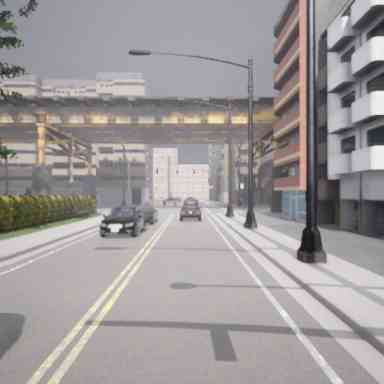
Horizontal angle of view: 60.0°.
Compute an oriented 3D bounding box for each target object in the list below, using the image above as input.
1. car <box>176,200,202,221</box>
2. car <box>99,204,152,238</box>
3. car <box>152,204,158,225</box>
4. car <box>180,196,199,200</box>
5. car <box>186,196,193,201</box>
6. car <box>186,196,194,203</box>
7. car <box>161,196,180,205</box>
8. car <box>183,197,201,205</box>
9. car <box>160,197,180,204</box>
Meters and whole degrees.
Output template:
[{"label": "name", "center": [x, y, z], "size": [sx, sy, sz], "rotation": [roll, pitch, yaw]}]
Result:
[{"label": "car", "center": [-0.126, 1.717, 28.999], "size": [2.033, 1.411, 5.357], "rotation": [0, 0, 0]}, {"label": "car", "center": [-3.727, 1.601, 18.457], "size": [2.128, 1.511, 4.902], "rotation": [0, 0, 0]}, {"label": "car", "center": [-3.699, 1.690, 25.621], "size": [1.837, 1.490, 4.892], "rotation": [0, 0, 0]}, {"label": "car", "center": [0.016, 1.816, 62.244], "size": [2.038, 1.542, 4.974], "rotation": [0, 0, -21]}, {"label": "car", "center": [-0.572, 1.813, 88.889], "size": [1.853, 1.218, 4.536], "rotation": [0, 0, -1]}, {"label": "car", "center": [-0.571, 1.970, 88.836], "size": [2.038, 1.542, 4.974], "rotation": [0, 0, -1]}, {"label": "car", "center": [-4.147, 1.817, 62.517], "size": [2.038, 1.542, 4.974], "rotation": [0, 0, 24]}, {"label": "car", "center": [-0.003, 1.658, 62.293], "size": [1.853, 1.218, 4.536], "rotation": [0, 0, -21]}, {"label": "car", "center": [-4.126, 1.660, 62.565], "size": [1.853, 1.218, 4.536], "rotation": [0, 0, 24]}]
